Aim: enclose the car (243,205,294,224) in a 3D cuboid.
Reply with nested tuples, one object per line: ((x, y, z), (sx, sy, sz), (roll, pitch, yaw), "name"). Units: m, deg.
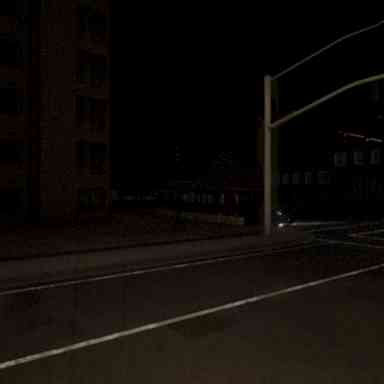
((6.622, 1.877, 29.130), (2.097, 1.767, 4.553), (0, -5, -36), "car")
